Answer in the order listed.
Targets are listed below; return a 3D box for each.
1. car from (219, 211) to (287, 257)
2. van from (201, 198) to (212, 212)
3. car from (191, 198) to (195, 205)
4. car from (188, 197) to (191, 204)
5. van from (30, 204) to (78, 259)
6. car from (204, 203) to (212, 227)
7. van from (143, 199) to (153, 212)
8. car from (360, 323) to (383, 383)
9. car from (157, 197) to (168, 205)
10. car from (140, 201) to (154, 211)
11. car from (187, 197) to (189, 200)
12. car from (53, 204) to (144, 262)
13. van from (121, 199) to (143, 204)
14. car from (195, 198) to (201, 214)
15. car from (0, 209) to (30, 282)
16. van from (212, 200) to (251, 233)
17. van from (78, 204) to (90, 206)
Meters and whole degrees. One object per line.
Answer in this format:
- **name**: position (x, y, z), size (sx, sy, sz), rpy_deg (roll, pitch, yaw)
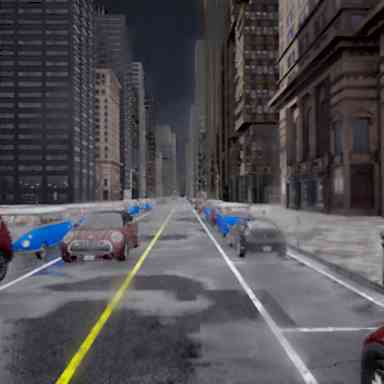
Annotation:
- **car**: position (2.452, 1.675, 13.245), size (2.008, 1.369, 4.403), rpy_deg (0, -1, -1)
- **van**: position (2.009, 1.648, 30.273), size (1.690, 1.788, 3.998), rpy_deg (0, -1, -1)
- **car**: position (1.420, 1.871, 52.974), size (2.192, 1.841, 5.009), rpy_deg (0, -1, -1)
- **car**: position (0.722, 2.408, 79.934), size (2.008, 1.369, 4.403), rpy_deg (0, -1, -1)
- **van**: position (-6.071, 1.518, 13.016), size (1.690, 1.788, 3.998), rpy_deg (0, -1, -1)
- **car**: position (2.158, 1.791, 24.595), size (1.887, 1.381, 4.507), rpy_deg (0, -1, -1)
- **van**: position (-6.955, 1.888, 47.067), size (1.690, 1.788, 3.998), rpy_deg (0, -1, -1)
- **car**: position (2.745, 1.443, 1.894), size (1.967, 1.590, 4.097), rpy_deg (0, -1, -1)
- **car**: position (-7.948, 2.289, 85.344), size (2.192, 1.841, 5.009), rpy_deg (0, -1, -1)
- **car**: position (-7.096, 2.133, 52.570), size (1.752, 1.417, 4.829), rpy_deg (0, -1, -1)
- **car**: position (0.430, 2.535, 91.211), size (2.008, 1.369, 4.403), rpy_deg (0, -1, -1)
- **car**: position (-3.300, 1.508, 12.758), size (2.097, 1.767, 4.553), rpy_deg (0, -1, -1)
- **van**: position (-6.660, 1.763, 35.717), size (1.690, 1.788, 3.998), rpy_deg (0, -1, -1)
- **car**: position (1.715, 1.872, 41.622), size (1.967, 1.590, 4.097), rpy_deg (0, -1, -1)
- **car**: position (-5.924, 1.431, 7.341), size (2.192, 1.841, 5.009), rpy_deg (0, -1, -1)
- **van**: position (2.303, 1.526, 18.922), size (1.690, 1.788, 3.998), rpy_deg (0, -1, -1)
- **van**: position (-6.219, 1.579, 18.691), size (1.690, 1.788, 3.998), rpy_deg (0, -1, -1)
